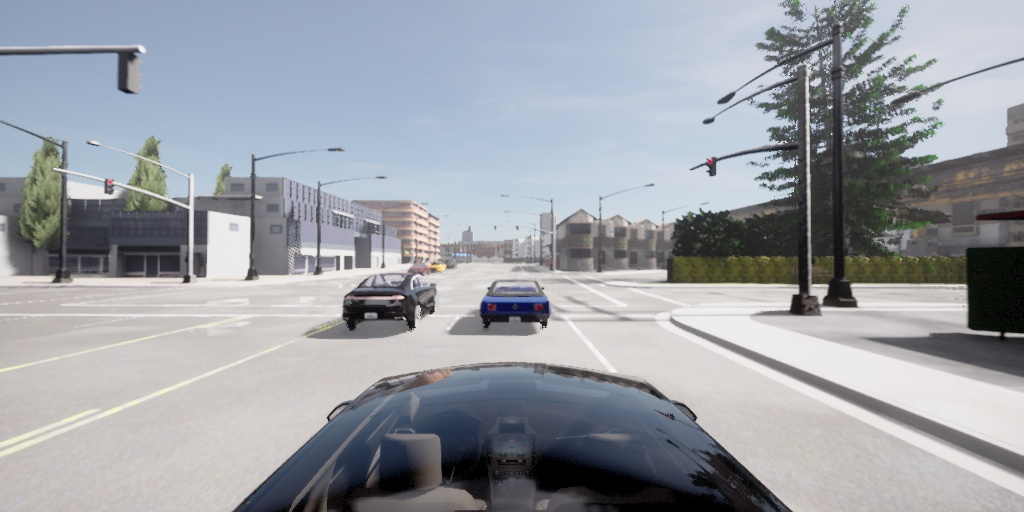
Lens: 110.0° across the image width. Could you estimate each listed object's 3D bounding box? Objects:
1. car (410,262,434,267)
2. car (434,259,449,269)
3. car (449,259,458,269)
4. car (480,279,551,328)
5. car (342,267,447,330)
[{"bbox_3d":[-10.618,1.539,41.122,1.812,1.442,4.674,0,0,0],"label":"car"},{"bbox_3d":[-10.619,1.527,50.641,1.882,1.535,5.008,0,0,0],"label":"car"},{"bbox_3d":[-10.573,1.317,60.787,2.097,1.767,4.553,0,1,1],"label":"car"},{"bbox_3d":[0.135,1.376,11.515,1.895,1.301,4.718,0,0,1],"label":"car"},{"bbox_3d":[-3.533,1.265,11.175,2.128,1.511,4.902,0,0,-2],"label":"car"}]
